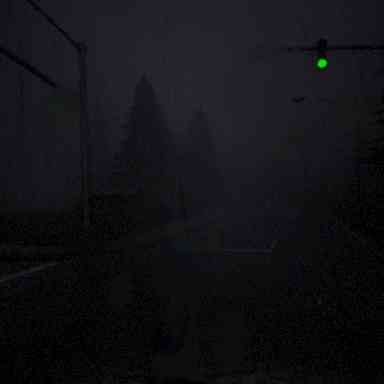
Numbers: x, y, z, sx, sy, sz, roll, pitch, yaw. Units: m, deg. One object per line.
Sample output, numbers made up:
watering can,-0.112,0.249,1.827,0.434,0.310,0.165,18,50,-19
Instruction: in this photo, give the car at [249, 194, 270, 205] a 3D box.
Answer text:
car,9.398,1.064,46.413,1.837,1.490,4.892,-1,0,-6
